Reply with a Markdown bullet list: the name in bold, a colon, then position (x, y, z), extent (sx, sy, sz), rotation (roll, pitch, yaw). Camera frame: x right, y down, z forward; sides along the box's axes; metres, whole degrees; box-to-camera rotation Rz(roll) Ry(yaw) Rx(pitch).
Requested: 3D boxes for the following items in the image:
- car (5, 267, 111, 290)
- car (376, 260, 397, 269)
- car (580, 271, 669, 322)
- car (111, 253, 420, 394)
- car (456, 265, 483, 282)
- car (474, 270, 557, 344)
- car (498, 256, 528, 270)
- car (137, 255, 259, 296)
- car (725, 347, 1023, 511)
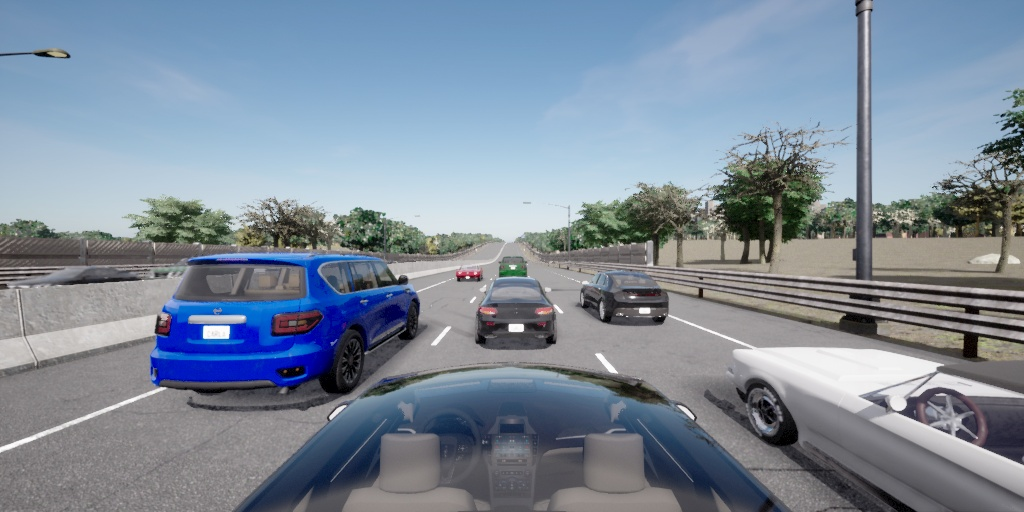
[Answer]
- **car**: position (-21.116, 1.270, 17.578), extent (1.812, 1.442, 4.674), rotation (0, 0, 0)
- **car**: position (-21.057, 1.450, 60.308), extent (1.837, 1.490, 4.892), rotation (0, 0, 0)
- **car**: position (3.594, 1.248, 12.187), extent (1.837, 1.490, 4.892), rotation (0, 0, 0)
- **car**: position (-3.405, 0.968, 6.810), extent (2.150, 2.045, 5.566), rotation (0, 0, 0)
- **car**: position (-3.423, 1.367, 29.668), extent (1.895, 1.301, 4.718), rotation (0, 0, -1)
- **car**: position (0.092, 1.270, 9.473), extent (1.812, 1.442, 4.674), rotation (0, 0, 0)
- **car**: position (0.074, 0.985, 28.781), extent (2.150, 2.045, 5.566), rotation (0, 0, 0)
- **car**: position (-17.619, 0.968, 20.642), extent (2.150, 2.045, 5.566), rotation (0, 0, 0)
- **car**: position (3.597, 1.350, 2.325), extent (1.895, 1.301, 4.718), rotation (0, 0, 0)
